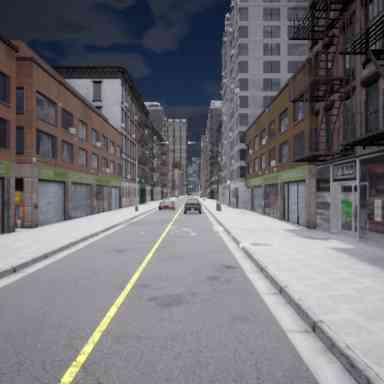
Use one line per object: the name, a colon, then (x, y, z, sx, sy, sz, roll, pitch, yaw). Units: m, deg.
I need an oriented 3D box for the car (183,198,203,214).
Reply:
car: (0.089, 1.578, 37.083, 1.837, 1.490, 4.892, 0, -1, 0)

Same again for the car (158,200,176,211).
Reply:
car: (-3.106, 1.651, 41.728, 1.994, 1.385, 4.181, 0, 0, 0)

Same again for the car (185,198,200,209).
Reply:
car: (0.074, 1.597, 48.080, 2.128, 1.511, 4.902, 0, 0, 1)
